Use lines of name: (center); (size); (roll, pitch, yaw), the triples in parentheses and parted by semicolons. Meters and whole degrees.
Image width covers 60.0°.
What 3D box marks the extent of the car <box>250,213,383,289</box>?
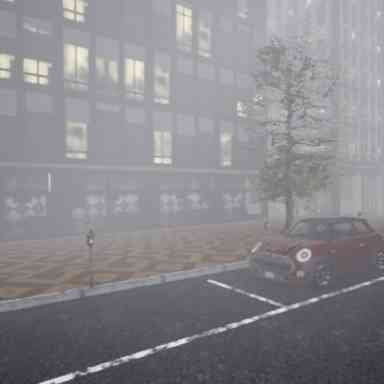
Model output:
car: (3.462, 1.433, 9.036); (4.097, 1.590, 1.967); (0, -1, -35)
